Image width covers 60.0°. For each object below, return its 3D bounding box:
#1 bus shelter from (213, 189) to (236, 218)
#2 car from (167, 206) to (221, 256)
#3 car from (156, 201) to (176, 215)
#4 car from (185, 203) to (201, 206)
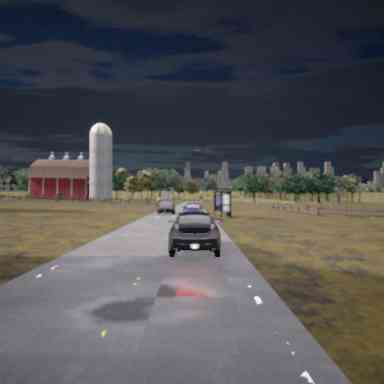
[{"bbox_3d":[3.128,1.065,33.106,1.920,2.740,3.880,0,-1,0],"label":"bus shelter"},{"bbox_3d":[0.094,1.537,13.297,1.837,1.490,4.892,0,0,0],"label":"car"},{"bbox_3d":[-2.840,1.715,37.006,1.882,1.535,5.008,0,-1,0],"label":"car"},{"bbox_3d":[0.097,1.679,29.582,1.812,1.442,4.674,0,-1,0],"label":"car"}]
